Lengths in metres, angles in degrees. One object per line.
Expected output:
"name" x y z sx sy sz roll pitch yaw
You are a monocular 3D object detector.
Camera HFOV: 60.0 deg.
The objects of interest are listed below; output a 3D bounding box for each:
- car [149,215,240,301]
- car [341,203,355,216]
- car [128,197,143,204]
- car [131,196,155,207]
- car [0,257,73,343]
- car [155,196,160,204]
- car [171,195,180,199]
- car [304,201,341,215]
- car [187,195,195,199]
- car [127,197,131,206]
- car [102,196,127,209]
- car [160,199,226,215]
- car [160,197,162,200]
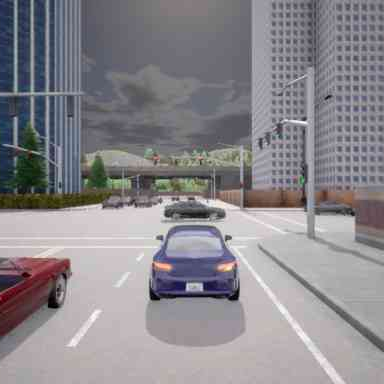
"car" 0.054 1.526 8.210 1.812 1.442 4.674 0 0 0
"car" 16.200 1.564 29.932 4.181 1.385 1.994 0 0 0
"car" -10.738 1.600 63.483 1.895 1.301 4.718 0 0 0
"car" -7.243 1.352 49.791 2.097 1.767 4.553 0 0 0
"car" -3.454 1.601 4.939 1.895 1.301 4.718 0 0 0
"car" -7.252 1.600 58.774 1.895 1.301 4.718 0 0 0
"car" -3.722 1.501 74.476 1.812 1.442 4.674 0 0 0
"car" 13.531 1.564 33.437 4.181 1.385 1.994 0 0 0
"car" -0.222 1.477 74.486 1.837 1.490 4.892 0 0 0
"car" -10.751 1.491 54.260 2.128 1.511 4.902 0 0 0
"car" -10.733 1.352 45.300 2.097 1.767 4.553 0 0 0
"car" 0.192 1.505 26.122 4.892 1.490 1.837 0 0 -1
"car" -7.204 1.563 68.821 1.994 1.385 4.181 0 0 0
